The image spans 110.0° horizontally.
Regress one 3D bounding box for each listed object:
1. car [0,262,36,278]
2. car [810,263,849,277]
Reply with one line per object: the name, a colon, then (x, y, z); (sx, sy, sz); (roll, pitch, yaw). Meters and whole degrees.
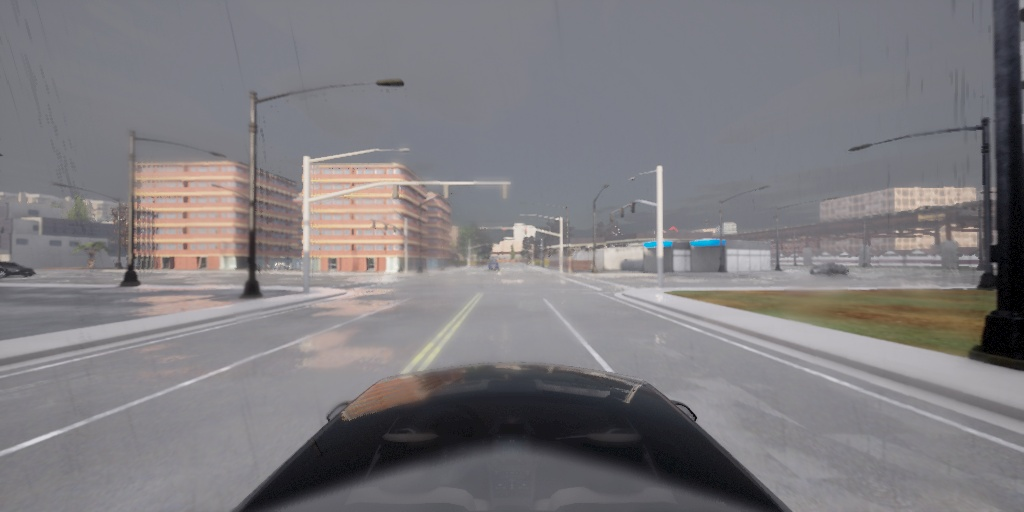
car: (-47.772, 1.260, 33.576); (4.892, 1.490, 1.837); (1, -1, 1)
car: (37.271, 1.631, 42.082); (4.902, 1.511, 2.128); (0, -1, -21)
